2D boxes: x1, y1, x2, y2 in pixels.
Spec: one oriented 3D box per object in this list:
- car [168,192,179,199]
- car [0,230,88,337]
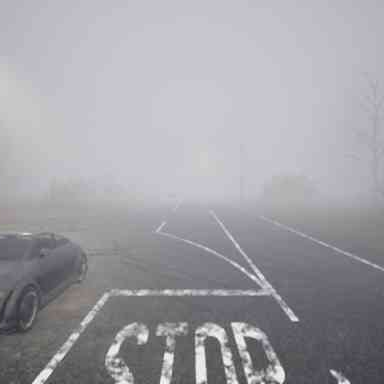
[{"bbox_3d":[-3.562,0.601,64.849,1.895,1.301,4.718,0,1,0],"label":"car"},{"bbox_3d":[-3.516,1.472,6.401,1.994,1.385,4.181,0,1,0],"label":"car"}]
